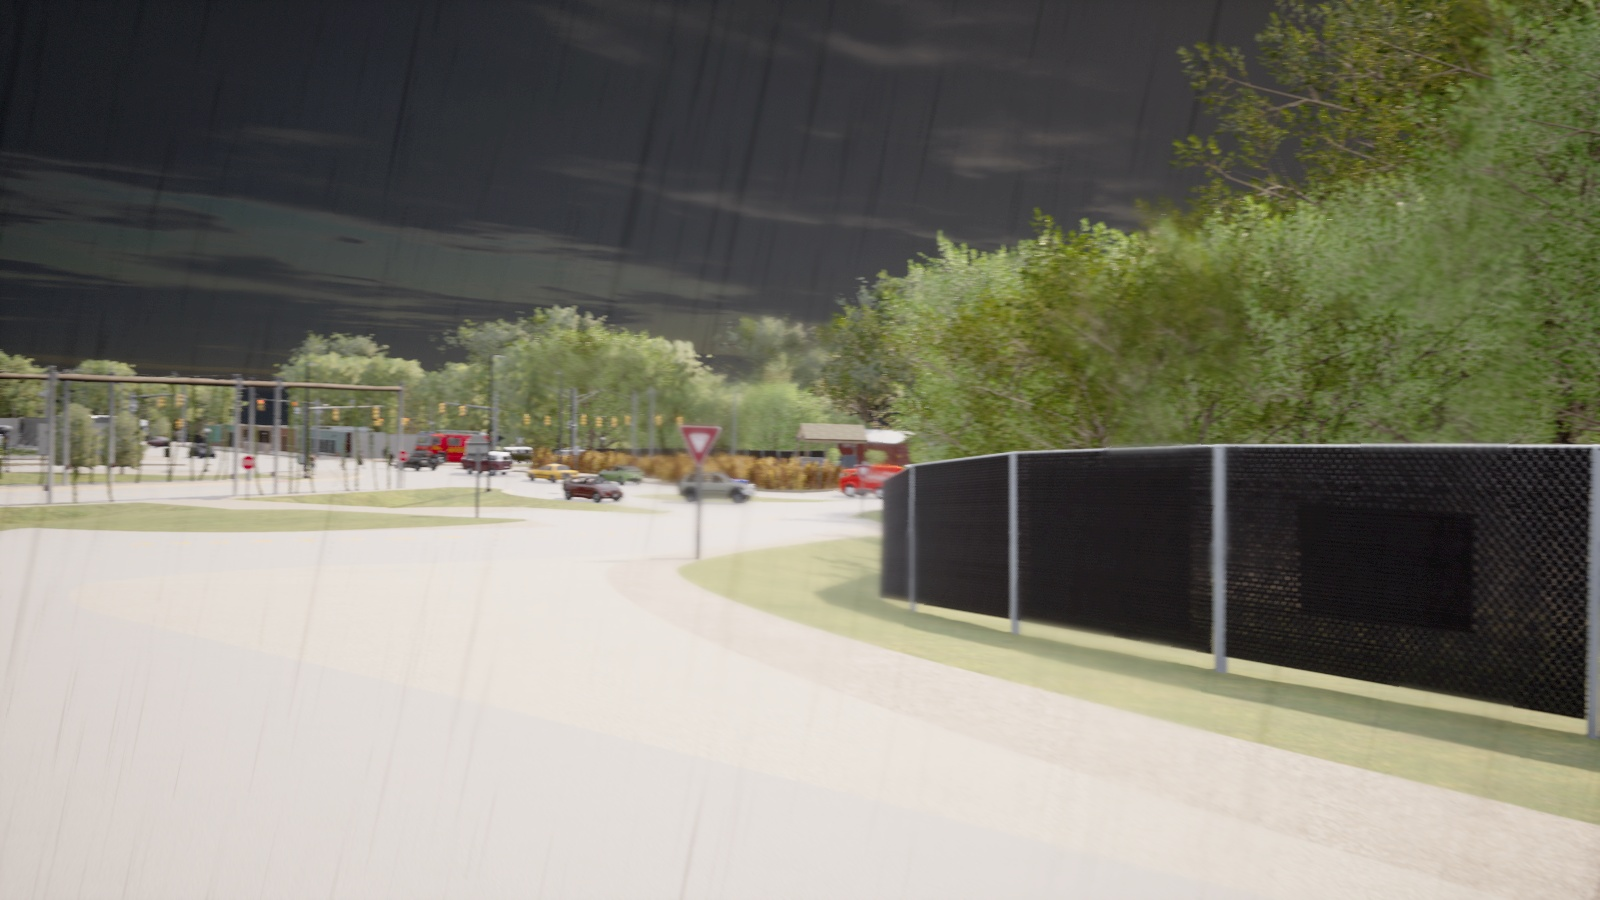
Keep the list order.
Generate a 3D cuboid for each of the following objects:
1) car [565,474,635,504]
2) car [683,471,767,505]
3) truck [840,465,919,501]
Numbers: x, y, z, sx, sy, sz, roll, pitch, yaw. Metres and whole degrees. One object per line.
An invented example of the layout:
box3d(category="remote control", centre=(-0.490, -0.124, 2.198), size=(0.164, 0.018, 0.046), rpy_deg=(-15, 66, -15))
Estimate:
box3d(category="car", centre=(-11.805, 2.279, 73.982), size=(4.193, 1.474, 1.816), rpy_deg=(2, 2, 43))
box3d(category="car", centre=(-4.443, 2.238, 74.635), size=(4.605, 1.855, 1.932), rpy_deg=(1, 1, 12))
box3d(category="truck", centre=(5.938, 2.424, 94.251), size=(5.204, 2.467, 2.627), rpy_deg=(2, 1, 32))
